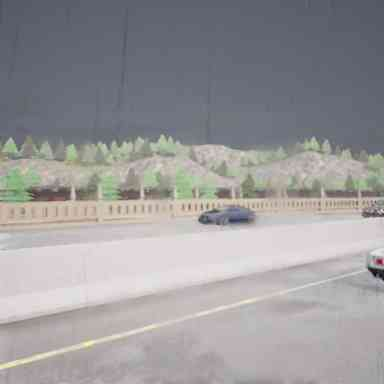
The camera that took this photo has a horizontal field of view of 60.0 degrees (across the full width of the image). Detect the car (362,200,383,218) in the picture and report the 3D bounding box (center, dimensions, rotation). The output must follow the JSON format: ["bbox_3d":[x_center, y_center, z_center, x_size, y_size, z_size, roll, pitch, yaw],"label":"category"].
[{"bbox_3d":[15.965,1.375,26.994,4.553,1.767,2.097,0,0,-28],"label":"car"}]

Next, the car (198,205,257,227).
[{"bbox_3d":[2.483,1.576,22.795,4.181,1.385,1.994,0,0,-34],"label":"car"}]

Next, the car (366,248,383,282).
[{"bbox_3d":[6.450,1.609,8.350,4.718,1.301,1.895,0,0,-36],"label":"car"}]
